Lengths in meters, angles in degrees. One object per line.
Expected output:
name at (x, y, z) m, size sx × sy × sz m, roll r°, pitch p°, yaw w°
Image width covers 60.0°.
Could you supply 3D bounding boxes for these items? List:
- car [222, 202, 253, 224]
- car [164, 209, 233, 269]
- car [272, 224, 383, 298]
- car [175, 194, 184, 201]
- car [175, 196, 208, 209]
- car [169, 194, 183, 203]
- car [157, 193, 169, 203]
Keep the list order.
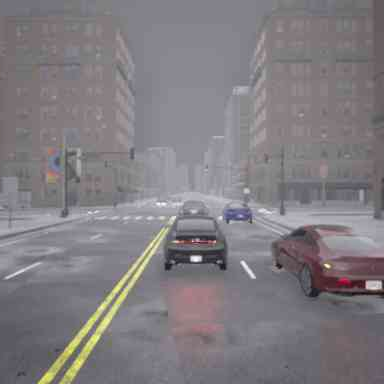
car at (3.407, 1.521, 25.592) m, size 1.882 × 1.535 × 5.008 m, roll 0°, pitch 0°, yaw 1°
car at (0.108, 1.524, 11.231) m, size 1.837 × 1.490 × 4.892 m, roll 0°, pitch 0°, yaw 0°
car at (3.357, 1.540, 8.415) m, size 1.812 × 1.442 × 4.674 m, roll 0°, pitch 0°, yaw 0°
car at (-3.224, 1.459, 87.349) m, size 2.097 × 1.767 × 4.553 m, roll 0°, pitch 0°, yaw 0°
car at (0.116, 1.393, 24.231) m, size 2.097 × 1.767 × 4.553 m, roll 0°, pitch 0°, yaw 0°
car at (-3.238, 1.620, 71.743) m, size 2.128 × 1.511 × 4.902 m, roll 0°, pitch 0°, yaw 0°
car at (-6.488, 1.620, 71.746) m, size 2.128 × 1.511 × 4.902 m, roll 0°, pitch 0°, yaw 0°
